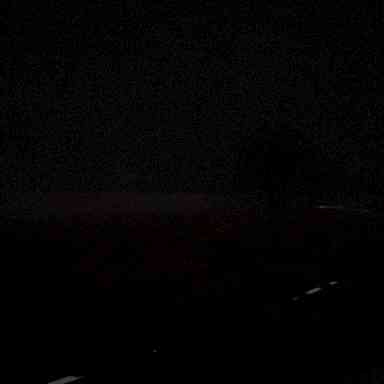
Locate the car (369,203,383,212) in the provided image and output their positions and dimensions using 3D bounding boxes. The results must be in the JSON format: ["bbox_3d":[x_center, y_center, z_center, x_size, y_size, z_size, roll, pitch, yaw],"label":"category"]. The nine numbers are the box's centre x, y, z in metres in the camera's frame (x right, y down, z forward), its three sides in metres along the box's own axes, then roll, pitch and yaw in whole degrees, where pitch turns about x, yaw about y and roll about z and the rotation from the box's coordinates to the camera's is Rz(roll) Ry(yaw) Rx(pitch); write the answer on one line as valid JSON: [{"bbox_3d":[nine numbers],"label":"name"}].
[{"bbox_3d":[27.747,2.300,49.207,1.895,1.301,4.718,0,-1,13],"label":"car"}]

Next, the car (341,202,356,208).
[{"bbox_3d":[31.779,2.613,67.623,1.895,1.301,4.718,0,-1,13],"label":"car"}]

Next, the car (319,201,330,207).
[{"bbox_3d":[31.229,2.728,78.652,1.994,1.385,4.181,0,-1,13],"label":"car"}]
